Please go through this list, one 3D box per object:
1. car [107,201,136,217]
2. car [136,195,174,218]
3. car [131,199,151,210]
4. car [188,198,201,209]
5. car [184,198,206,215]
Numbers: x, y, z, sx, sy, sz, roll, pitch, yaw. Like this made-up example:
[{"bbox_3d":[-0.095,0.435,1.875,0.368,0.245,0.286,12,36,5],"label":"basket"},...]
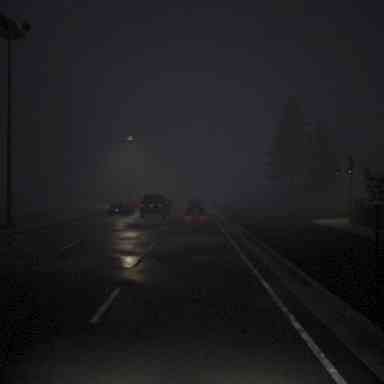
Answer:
[{"bbox_3d":[-6.760,1.596,32.016,1.994,1.385,4.181,0,0,1],"label":"car"},{"bbox_3d":[-3.270,1.257,30.348,2.150,2.045,5.566,0,0,2],"label":"car"},{"bbox_3d":[-6.715,1.610,44.528,1.994,1.385,4.181,0,0,1],"label":"car"},{"bbox_3d":[0.356,1.560,47.187,1.837,1.490,4.892,0,0,0],"label":"car"},{"bbox_3d":[0.292,1.567,34.810,1.812,1.442,4.674,0,0,0],"label":"car"}]
